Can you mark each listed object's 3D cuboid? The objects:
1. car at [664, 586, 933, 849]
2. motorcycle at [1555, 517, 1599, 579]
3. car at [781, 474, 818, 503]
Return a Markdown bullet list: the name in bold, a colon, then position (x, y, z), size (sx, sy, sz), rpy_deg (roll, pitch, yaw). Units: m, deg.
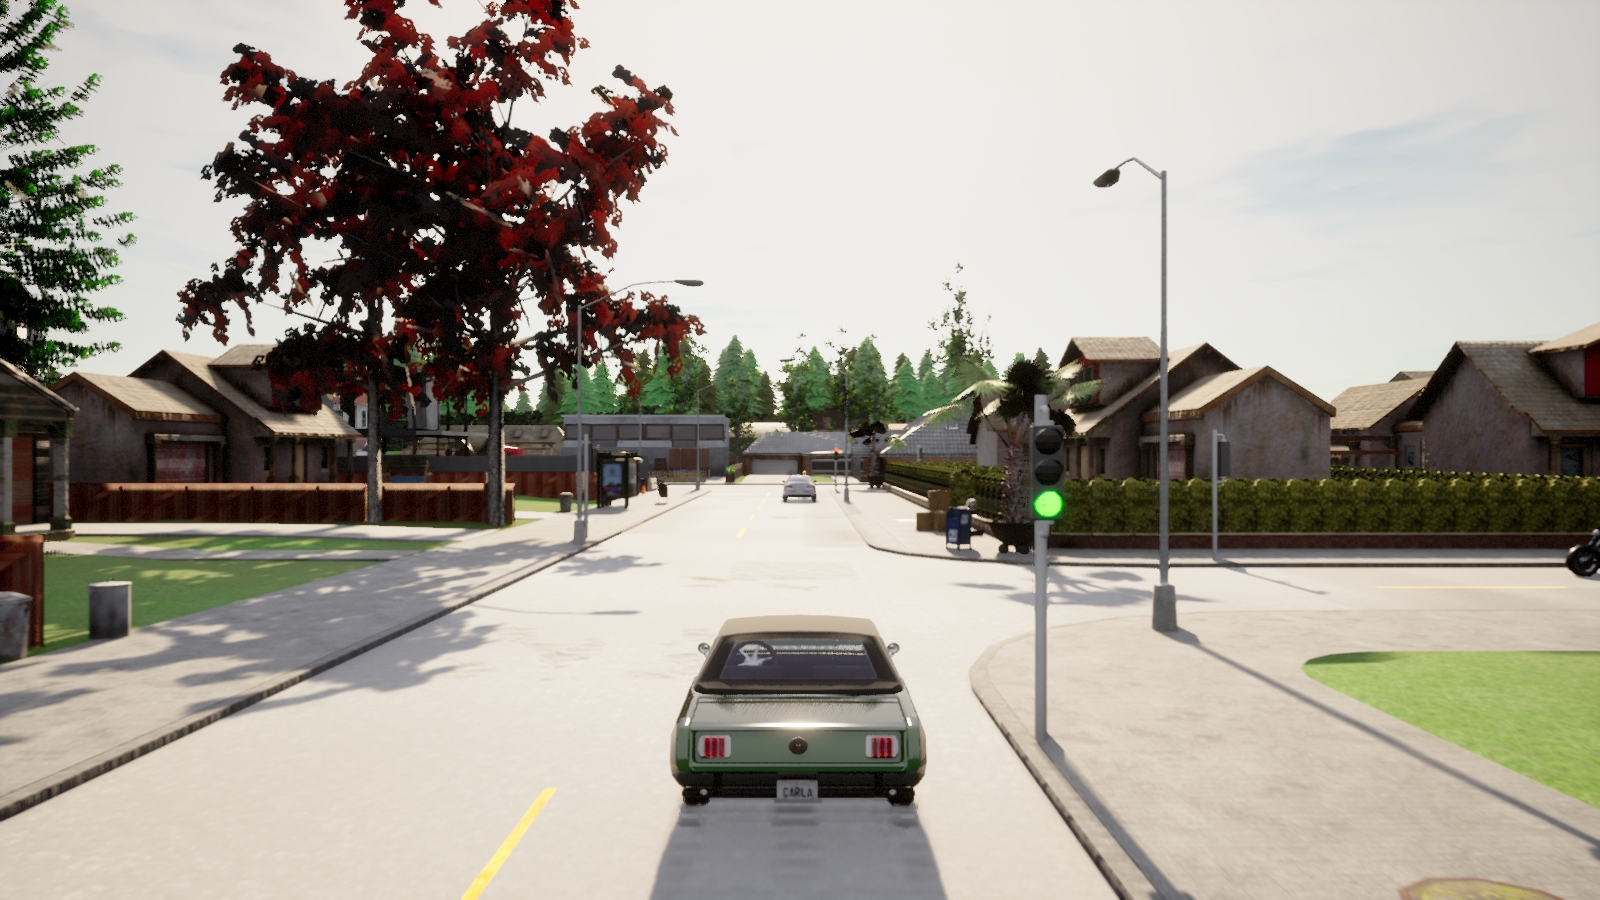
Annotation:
- **car**: position (-0.012, 2.163, 10.404), size (1.895, 1.301, 4.718), rpy_deg (0, 0, 0)
- **motorcycle**: position (18.300, 2.174, 25.506), size (2.356, 1.307, 0.764), rpy_deg (0, 0, 0)
- **car**: position (-0.020, 2.128, 64.229), size (2.002, 1.442, 4.674), rpy_deg (0, 0, 0)
